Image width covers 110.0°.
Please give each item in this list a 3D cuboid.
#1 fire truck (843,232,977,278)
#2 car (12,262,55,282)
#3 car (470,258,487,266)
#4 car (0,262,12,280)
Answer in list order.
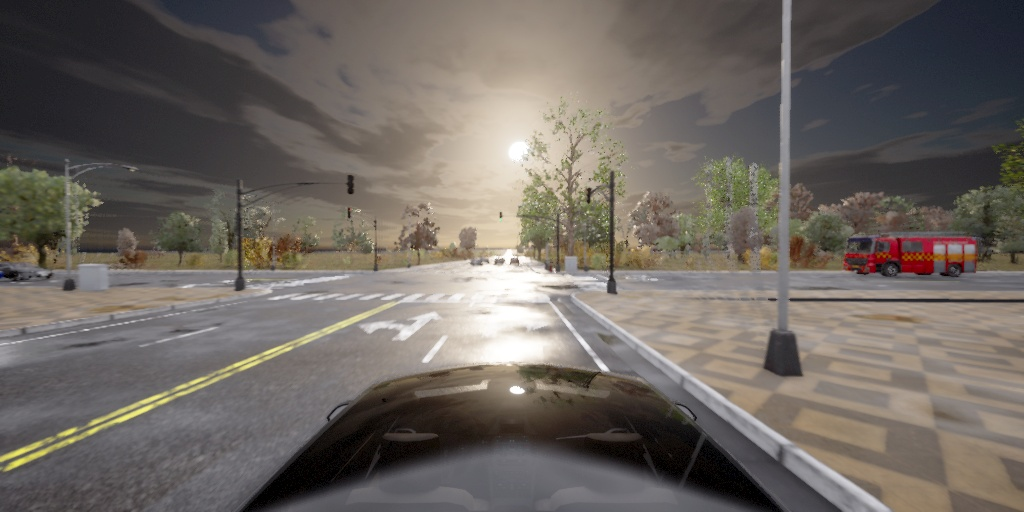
[{"bbox_3d":[34.171,-0.116,31.054,8.468,3.827,2.891,0,1,3],"label":"fire truck"},{"bbox_3d":[-39.259,1.219,28.359,4.902,1.511,2.128,0,1,3],"label":"car"},{"bbox_3d":[-6.167,1.034,62.997,2.128,1.511,4.902,0,0,1],"label":"car"},{"bbox_3d":[-39.370,1.008,25.101,5.566,2.045,2.150,0,1,3],"label":"car"}]
